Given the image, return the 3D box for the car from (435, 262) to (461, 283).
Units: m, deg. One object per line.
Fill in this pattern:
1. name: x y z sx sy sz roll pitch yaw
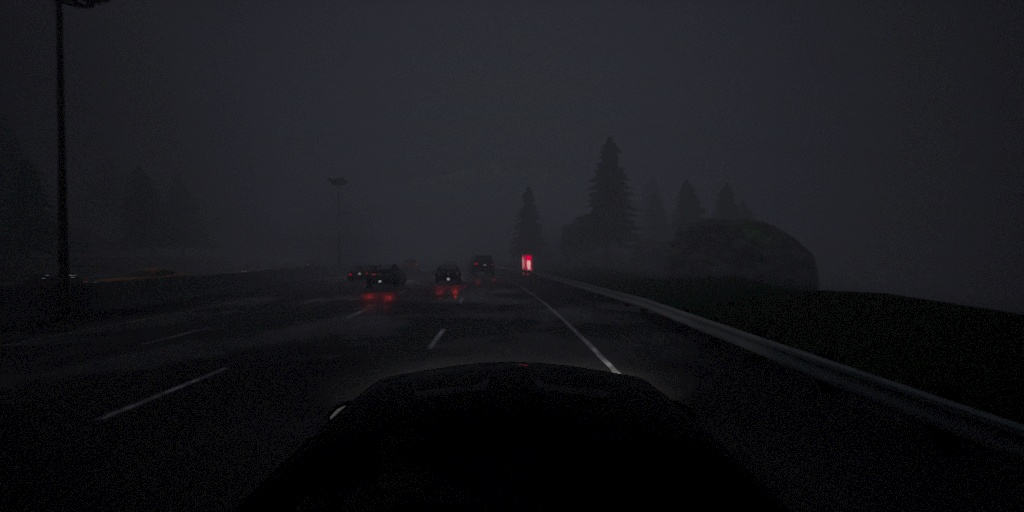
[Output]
1. car: -5.034 1.362 28.256 1.895 1.301 4.718 -1 0 -10

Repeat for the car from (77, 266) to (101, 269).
1. car: -30.535 1.692 27.918 1.994 1.385 4.181 -1 0 -10

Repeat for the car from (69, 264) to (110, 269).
1. car: -34.232 1.531 28.619 2.097 1.767 4.553 -1 0 -11

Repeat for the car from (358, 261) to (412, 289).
1. car: -8.265 1.309 23.829 2.128 1.511 4.902 -1 0 -9

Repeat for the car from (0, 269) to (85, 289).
1. car: -25.654 1.641 19.215 1.994 1.385 4.181 -1 0 -7

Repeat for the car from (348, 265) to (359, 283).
1. car: -12.222 1.408 29.805 2.033 1.411 5.357 -1 0 -13

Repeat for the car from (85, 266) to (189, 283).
1. car: -22.501 1.503 22.131 1.882 1.535 5.008 -1 0 -8

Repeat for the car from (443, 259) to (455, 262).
1. car: -10.578 1.292 60.910 1.812 1.442 4.674 0 0 -22

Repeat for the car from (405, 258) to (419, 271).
1. car: -14.409 1.197 50.677 2.097 1.767 4.553 -1 0 -19

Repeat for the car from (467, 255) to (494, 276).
1. car: -3.233 0.938 36.691 2.150 2.045 5.566 0 0 -13

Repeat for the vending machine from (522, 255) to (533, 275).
1. vending machine: 1.578 0.844 36.541 1.100 2.100 0.880 0 0 -12
